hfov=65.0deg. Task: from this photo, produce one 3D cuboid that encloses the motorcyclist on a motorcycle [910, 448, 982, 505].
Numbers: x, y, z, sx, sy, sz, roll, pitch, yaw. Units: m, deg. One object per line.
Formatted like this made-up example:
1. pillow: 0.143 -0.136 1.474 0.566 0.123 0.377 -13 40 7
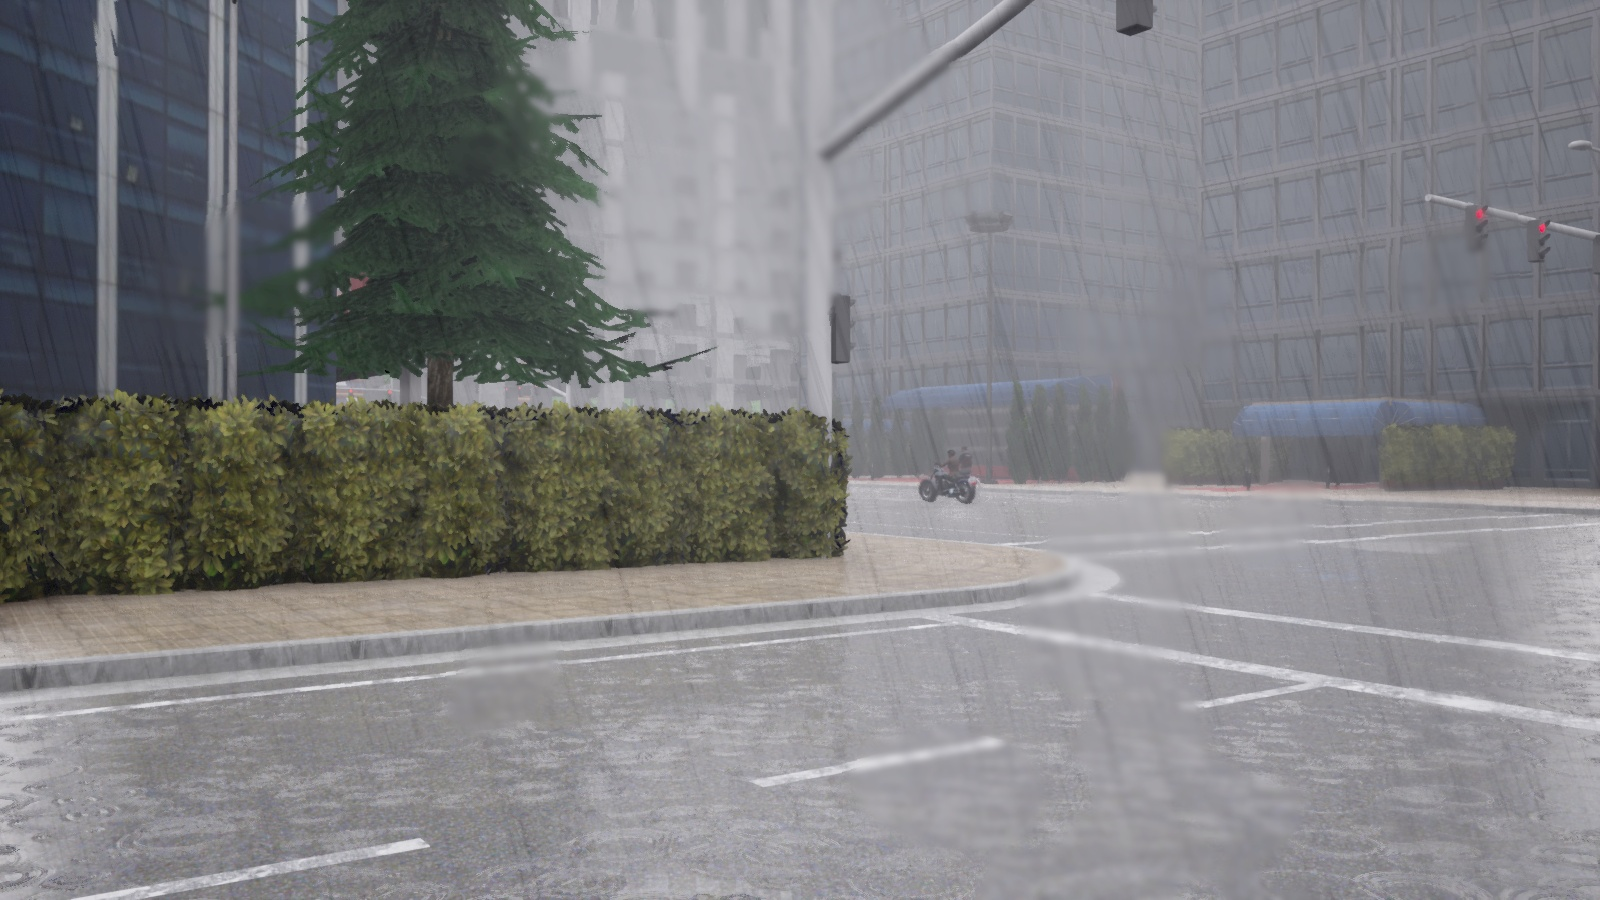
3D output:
1. motorcyclist on a motorcycle: 4.340 0.778 37.542 0.766 1.649 2.350 0 0 -35
